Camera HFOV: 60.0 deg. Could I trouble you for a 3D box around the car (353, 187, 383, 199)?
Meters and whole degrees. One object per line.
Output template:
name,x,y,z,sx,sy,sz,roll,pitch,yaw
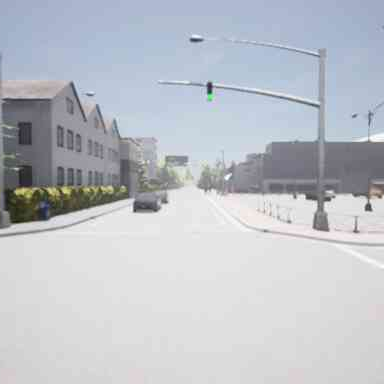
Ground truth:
car,25.494,0.084,48.396,2.152,1.636,5.027,0,1,0

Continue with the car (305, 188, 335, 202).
car,15.432,0.415,41.004,2.007,1.523,4.514,0,1,0

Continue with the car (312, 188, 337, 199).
car,19.077,0.172,48.059,1.970,1.475,3.806,0,1,0

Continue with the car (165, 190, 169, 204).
car,-3.582,0.510,37.442,2.128,1.511,4.902,0,1,0

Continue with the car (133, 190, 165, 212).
car,-3.594,0.750,27.308,1.882,1.535,5.008,0,1,0
